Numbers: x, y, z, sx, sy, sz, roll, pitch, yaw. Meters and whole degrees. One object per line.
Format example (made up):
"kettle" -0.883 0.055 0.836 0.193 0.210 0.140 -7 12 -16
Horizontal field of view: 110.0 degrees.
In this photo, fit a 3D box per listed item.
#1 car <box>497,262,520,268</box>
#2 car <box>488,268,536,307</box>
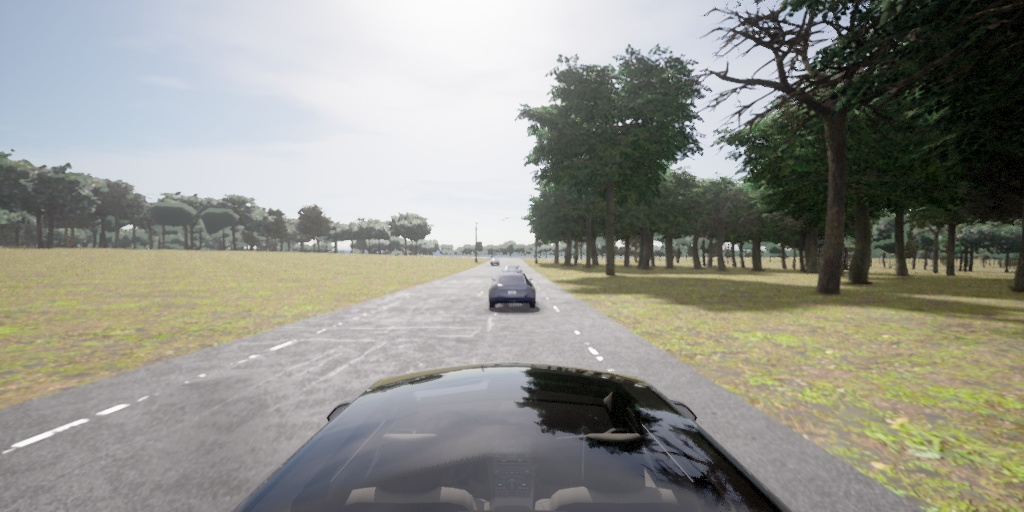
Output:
"car" 0.013 1.455 30.812 2.033 1.411 5.357 0 0 0
"car" 0.010 1.417 16.090 1.994 1.385 4.181 0 0 0
